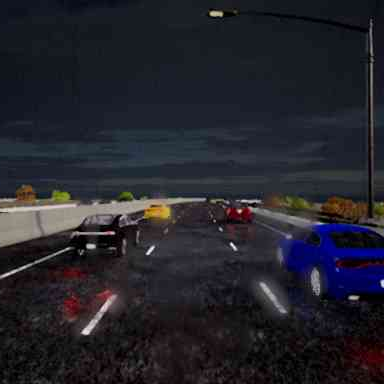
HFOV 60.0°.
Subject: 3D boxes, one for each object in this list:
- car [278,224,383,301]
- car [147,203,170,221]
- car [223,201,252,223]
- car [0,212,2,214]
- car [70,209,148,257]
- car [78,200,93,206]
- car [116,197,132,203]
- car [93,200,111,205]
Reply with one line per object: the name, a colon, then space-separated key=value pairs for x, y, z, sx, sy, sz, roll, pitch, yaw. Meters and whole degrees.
car: x=3.629 y=1.561 z=8.605 sx=1.882 sy=1.535 sz=5.008 roll=0 pitch=-1 yaw=0
car: x=-3.110 y=1.786 z=30.680 sx=1.882 sy=1.535 sz=5.008 roll=0 pitch=-1 yaw=1
car: x=3.859 y=1.644 z=28.853 sx=2.097 sy=1.767 sz=4.553 roll=0 pitch=-1 yaw=1
car: x=-13.951 y=1.734 z=21.460 sx=1.812 sy=1.442 sz=4.674 roll=0 pitch=-1 yaw=1
car: x=-3.337 y=1.621 z=13.502 sx=2.128 sy=1.511 sz=4.902 roll=0 pitch=-1 yaw=0
car: x=-19.866 y=2.199 z=62.535 sx=1.812 sy=1.442 sz=4.674 roll=0 pitch=-1 yaw=2
car: x=-12.840 y=1.904 z=63.120 sx=2.150 sy=2.045 sz=5.566 roll=0 pitch=-1 yaw=2
car: x=-16.371 y=2.235 z=62.464 sx=1.994 sy=1.385 sz=4.181 roll=0 pitch=-1 yaw=3
